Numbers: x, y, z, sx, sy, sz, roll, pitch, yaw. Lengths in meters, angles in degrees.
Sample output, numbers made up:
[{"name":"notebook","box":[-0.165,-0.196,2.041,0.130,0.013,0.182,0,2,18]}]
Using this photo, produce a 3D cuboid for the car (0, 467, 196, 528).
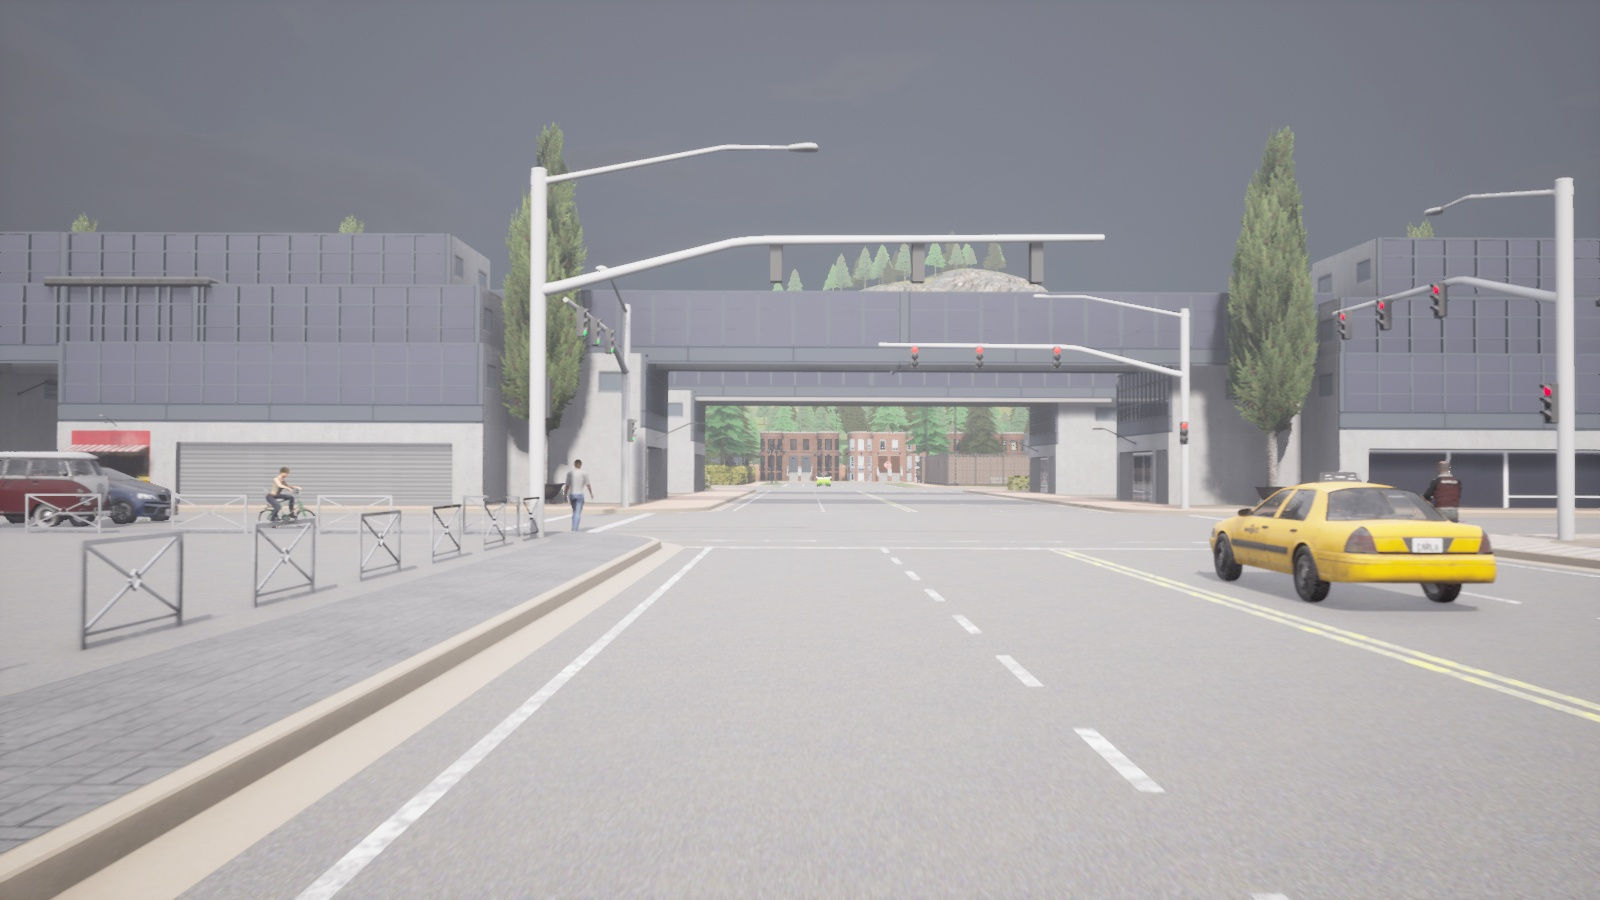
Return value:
[{"name":"car","box":[-20.144,1.341,35.945,4.611,1.667,2.242,0,-1,1]}]

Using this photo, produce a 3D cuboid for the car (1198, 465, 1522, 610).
[{"name":"car","box":[6.960,1.000,16.380,1.801,1.575,5.366,0,-1,0]}]

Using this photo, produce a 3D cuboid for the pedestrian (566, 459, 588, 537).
[{"name":"pedestrian","box":[-5.328,1.137,30.017,0.354,1.836,0.706,0,-1,2]}]

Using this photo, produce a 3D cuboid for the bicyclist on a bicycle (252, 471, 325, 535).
[{"name":"bicyclist on a bicycle","box":[-13.152,1.345,32.310,1.509,1.612,0.866,0,-1,1]}]

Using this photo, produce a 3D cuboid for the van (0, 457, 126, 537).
[{"name":"van","box":[-20.118,1.187,32.446,4.442,1.987,1.775,0,-1,1]}]
